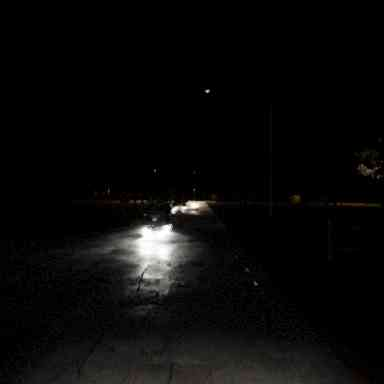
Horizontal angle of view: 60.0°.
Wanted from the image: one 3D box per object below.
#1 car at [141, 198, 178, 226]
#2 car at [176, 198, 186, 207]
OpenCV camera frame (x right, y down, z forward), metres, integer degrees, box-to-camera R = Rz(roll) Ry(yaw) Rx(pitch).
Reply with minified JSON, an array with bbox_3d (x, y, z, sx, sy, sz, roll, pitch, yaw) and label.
[{"bbox_3d":[-2.338,1.447,23.238,2.128,1.511,4.902,0,0,0],"label":"car"},{"bbox_3d":[-1.970,1.568,52.875,1.895,1.301,4.718,0,0,1],"label":"car"}]
